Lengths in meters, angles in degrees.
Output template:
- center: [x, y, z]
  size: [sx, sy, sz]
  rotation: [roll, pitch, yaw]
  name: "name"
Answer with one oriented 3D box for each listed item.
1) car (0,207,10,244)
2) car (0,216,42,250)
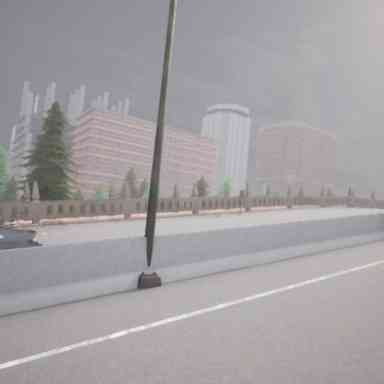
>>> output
- center: [-10.423, 1.511, 13.754]
  size: [4.892, 1.490, 1.837]
  rotation: [-1, 1, -35]
  name: "car"
- center: [-6.321, 1.497, 8.082]
  size: [4.902, 1.511, 2.128]
  rotation: [-1, 0, -35]
  name: "car"
